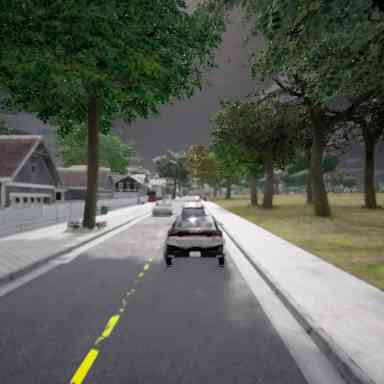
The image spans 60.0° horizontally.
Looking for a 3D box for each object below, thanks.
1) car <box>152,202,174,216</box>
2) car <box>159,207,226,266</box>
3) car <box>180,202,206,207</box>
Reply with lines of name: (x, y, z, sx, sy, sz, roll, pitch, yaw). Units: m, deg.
car: (-2.847, 1.630, 32.918, 1.895, 1.301, 4.718, 0, 0, 0)
car: (0.093, 1.501, 11.577, 2.128, 1.511, 4.902, 0, 0, 0)
car: (0.094, 1.514, 27.071, 2.128, 1.511, 4.902, 0, 0, 0)
